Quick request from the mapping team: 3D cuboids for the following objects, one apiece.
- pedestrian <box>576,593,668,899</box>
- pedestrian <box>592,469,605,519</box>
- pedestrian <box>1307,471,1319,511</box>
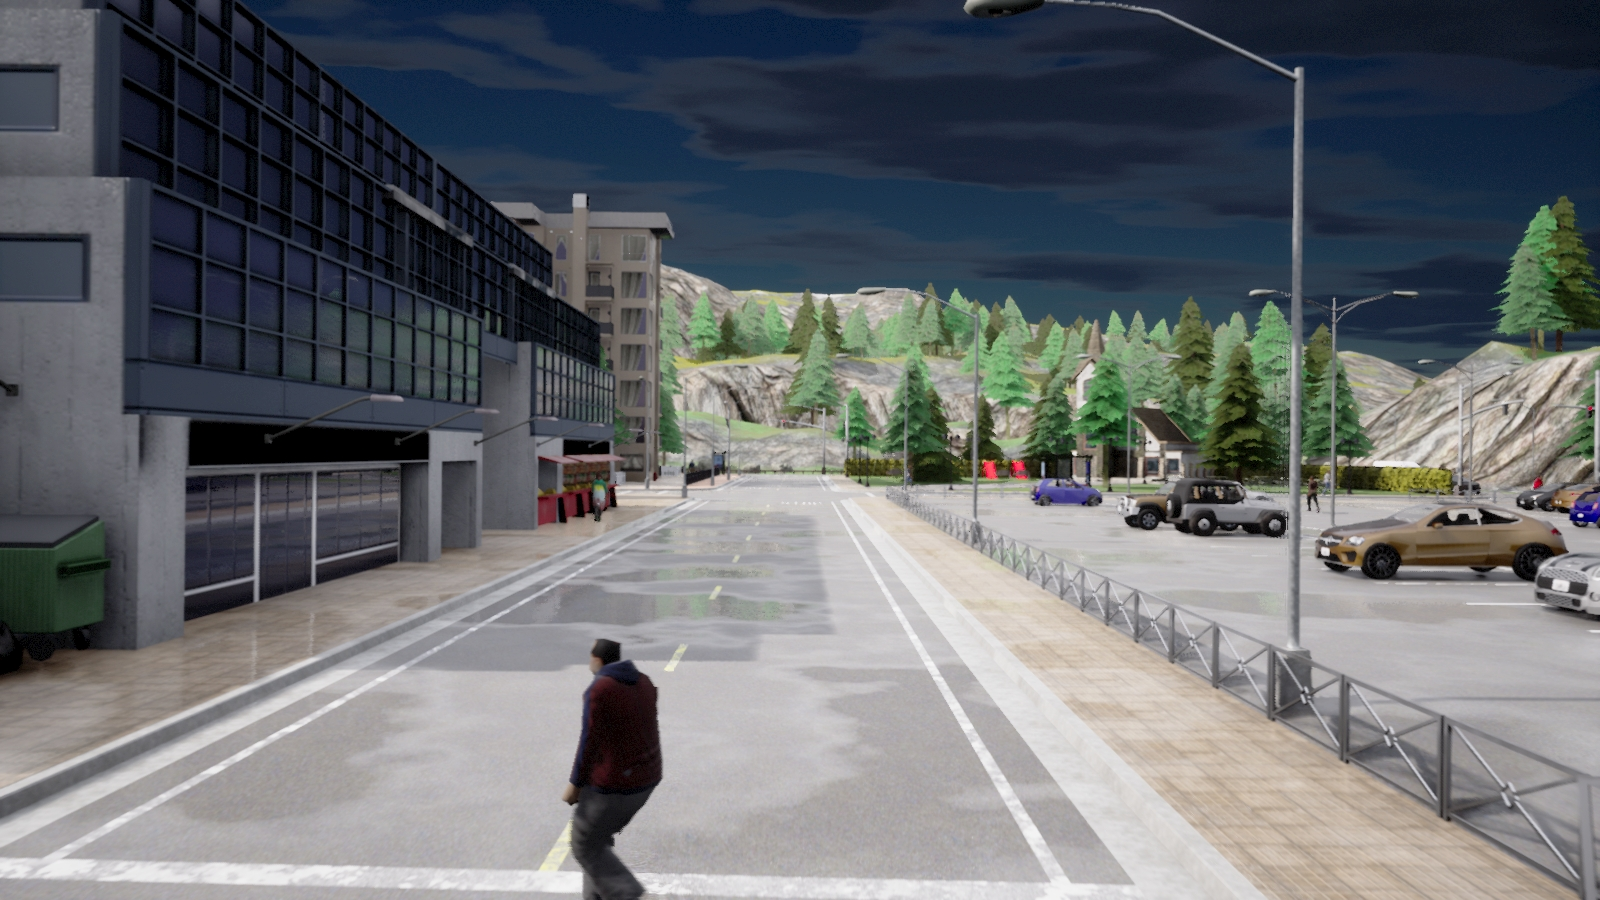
[{"bbox_3d":[-1.067,1.821,6.864,0.375,1.860,0.375,1,0,31],"label":"pedestrian"},{"bbox_3d":[-7.513,1.626,42.611,0.375,1.860,0.375,1,0,-2],"label":"pedestrian"},{"bbox_3d":[24.534,1.958,54.613,0.375,1.860,0.375,1,0,-7],"label":"pedestrian"}]
